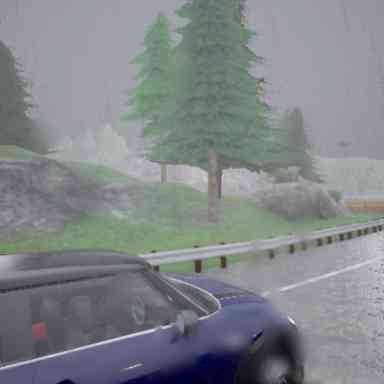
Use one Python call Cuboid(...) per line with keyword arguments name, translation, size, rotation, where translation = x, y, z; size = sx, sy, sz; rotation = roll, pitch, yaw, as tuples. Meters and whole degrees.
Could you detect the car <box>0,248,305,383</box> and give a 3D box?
Cuboid(name="car", translation=(-0.958, 1.365, 3.245), size=(4.553, 1.767, 2.097), rotation=(0, 0, -36))
